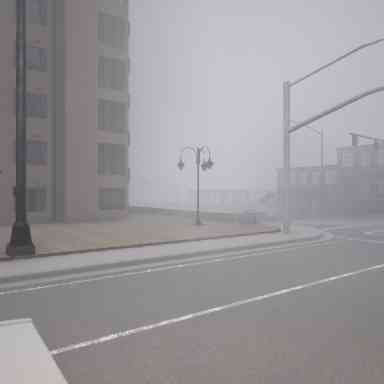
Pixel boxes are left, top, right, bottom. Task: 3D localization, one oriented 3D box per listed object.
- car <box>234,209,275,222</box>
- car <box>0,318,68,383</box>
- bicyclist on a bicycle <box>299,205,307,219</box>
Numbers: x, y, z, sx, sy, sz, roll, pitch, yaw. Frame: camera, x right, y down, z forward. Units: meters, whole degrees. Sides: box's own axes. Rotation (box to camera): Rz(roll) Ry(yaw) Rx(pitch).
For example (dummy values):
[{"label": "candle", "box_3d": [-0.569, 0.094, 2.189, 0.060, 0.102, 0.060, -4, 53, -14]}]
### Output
[{"label": "car", "box_3d": [5.858, 2.371, 32.626, 2.128, 1.511, 4.902, 0, -8, -36]}, {"label": "car", "box_3d": [-3.191, 1.601, 1.703, 4.718, 1.301, 1.895, 0, 0, -35]}, {"label": "bicyclist on a bicycle", "box_3d": [13.543, 2.464, 40.664, 1.656, 1.620, 0.582, 0, -8, -35]}]
